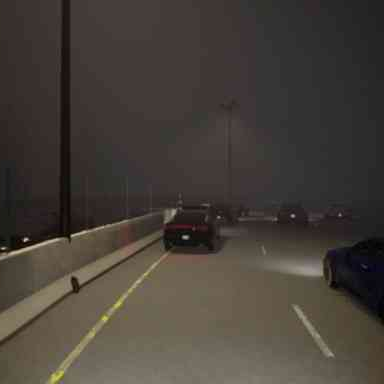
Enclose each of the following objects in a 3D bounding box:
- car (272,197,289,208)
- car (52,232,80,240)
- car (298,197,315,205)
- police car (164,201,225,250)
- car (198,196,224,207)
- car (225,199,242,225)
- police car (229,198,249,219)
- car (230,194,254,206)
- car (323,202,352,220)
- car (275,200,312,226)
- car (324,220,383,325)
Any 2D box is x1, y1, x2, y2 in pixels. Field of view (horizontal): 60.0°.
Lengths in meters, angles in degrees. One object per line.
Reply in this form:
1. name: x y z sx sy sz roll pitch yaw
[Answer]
1. car: 12.733 1.468 46.890 1.812 1.442 4.674 0 0 33
2. car: -5.932 1.503 13.842 2.033 1.411 5.357 0 0 9
3. car: 19.523 1.542 57.057 1.895 1.301 4.718 0 0 38
4. police car: 0.172 1.397 14.407 1.930 1.638 5.238 0 0 9
5. car: 2.995 1.385 50.660 1.882 1.535 5.008 0 0 30
6. car: 2.145 1.464 23.671 1.837 1.490 4.892 0 0 15
7. police car: 3.815 1.378 29.287 1.930 1.638 5.238 0 0 18
8. car: 7.964 1.271 52.211 2.097 1.767 4.553 0 0 32
9. car: 11.779 1.505 27.074 1.812 1.442 4.674 0 0 18
10. car: 7.065 1.537 23.484 1.994 1.385 4.181 0 0 15
11. car: 3.993 1.524 6.210 1.812 1.442 4.674 0 0 4
